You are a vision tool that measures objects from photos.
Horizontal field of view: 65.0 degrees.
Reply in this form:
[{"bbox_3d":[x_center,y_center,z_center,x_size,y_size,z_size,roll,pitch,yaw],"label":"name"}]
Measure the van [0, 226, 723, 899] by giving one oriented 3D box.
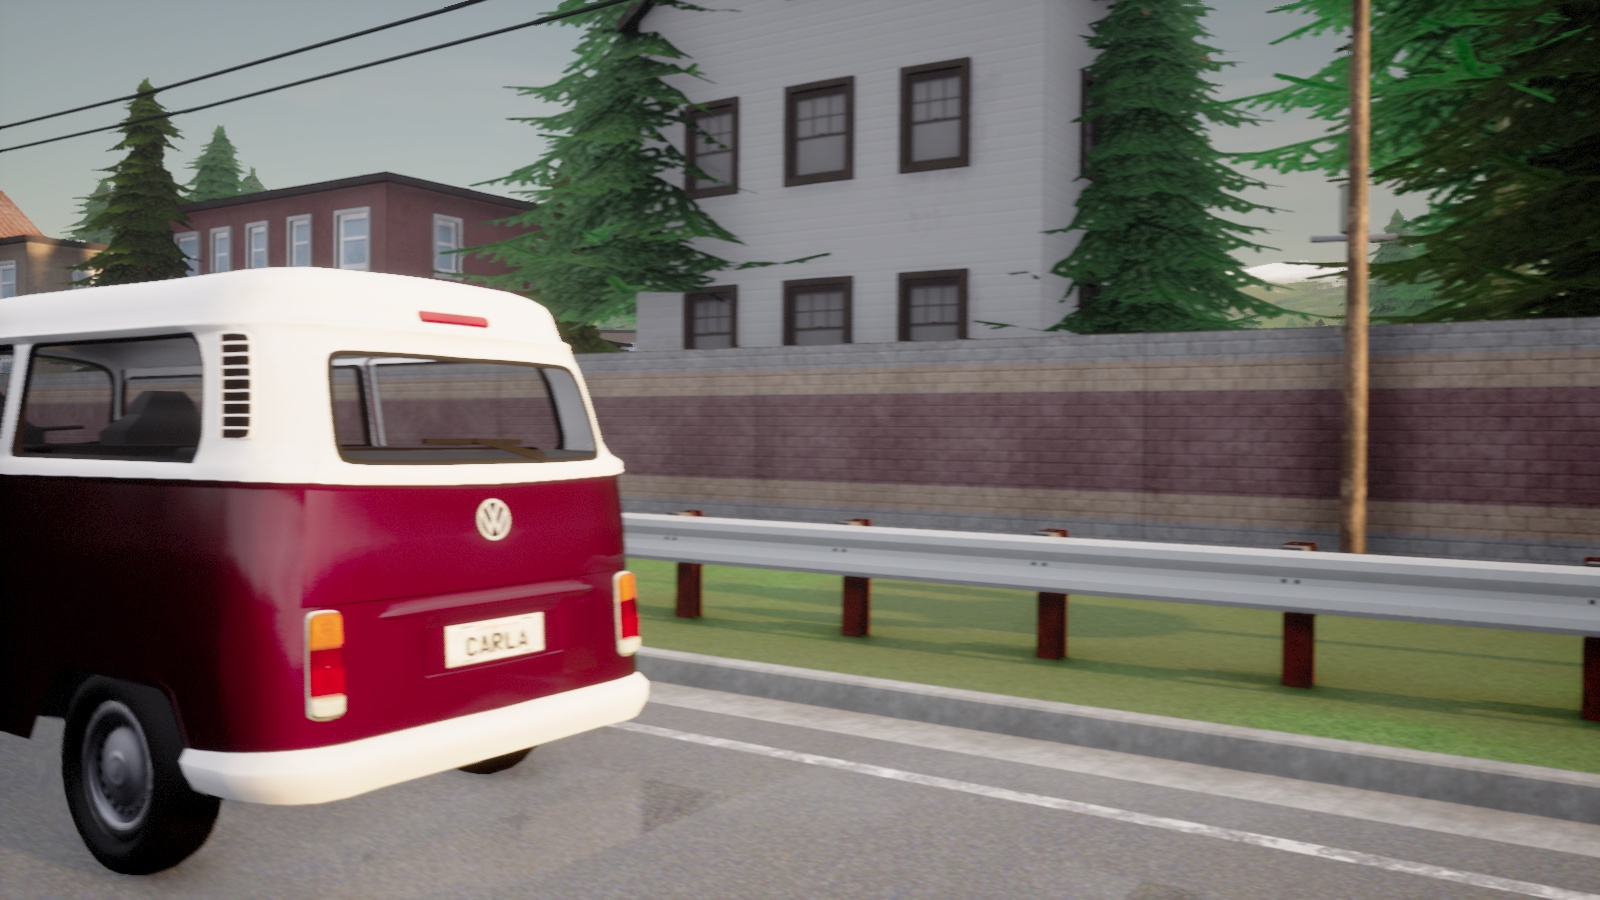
[{"bbox_3d":[-2.760,0.406,5.452,4.480,2.038,2.069,0,1,34],"label":"van"}]
